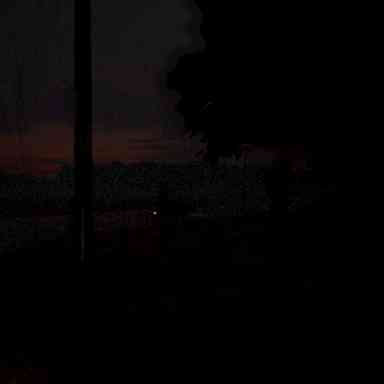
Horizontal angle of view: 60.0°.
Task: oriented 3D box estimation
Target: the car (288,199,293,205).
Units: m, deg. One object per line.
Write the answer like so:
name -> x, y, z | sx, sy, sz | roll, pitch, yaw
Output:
car -> 16.123, 1.545, 58.161 | 1.812, 1.442, 4.674 | 3, 2, 30

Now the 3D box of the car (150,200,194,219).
car -> -1.709, 1.464, 29.583 | 1.837, 1.490, 4.892 | 3, 2, 34
